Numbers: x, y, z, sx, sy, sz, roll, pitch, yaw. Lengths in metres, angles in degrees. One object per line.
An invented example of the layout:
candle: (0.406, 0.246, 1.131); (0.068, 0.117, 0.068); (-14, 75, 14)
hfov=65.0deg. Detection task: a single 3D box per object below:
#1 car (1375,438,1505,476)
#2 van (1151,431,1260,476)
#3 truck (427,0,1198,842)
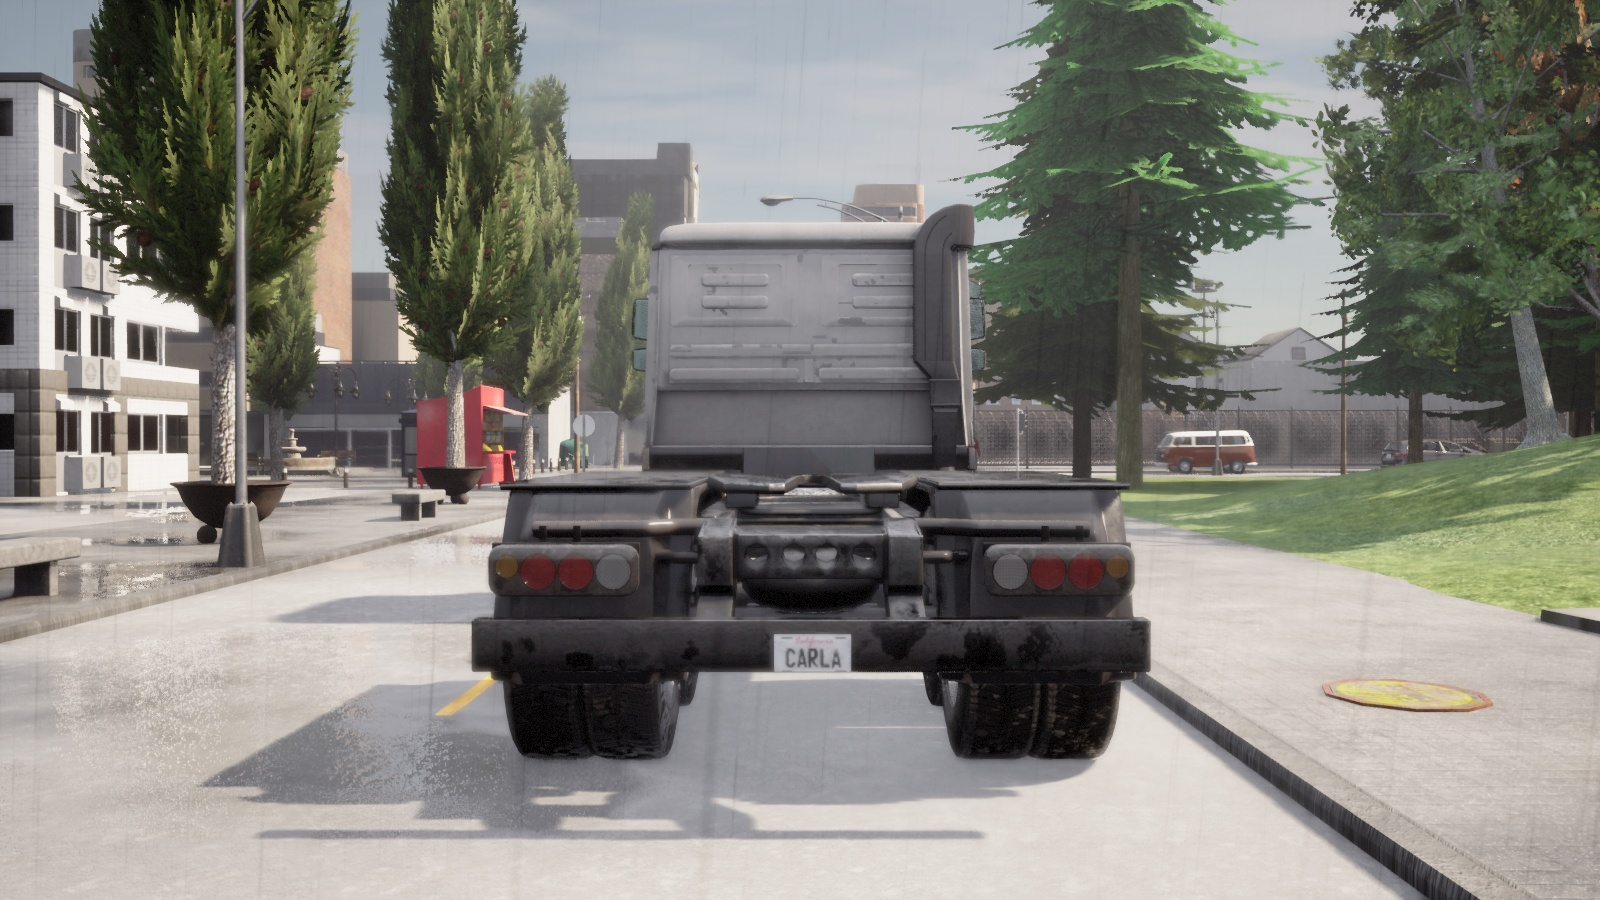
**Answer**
car: (28.257, 0.300, 55.584); (4.611, 1.667, 2.242); (0, 0, 0)
van: (19.190, 0.142, 59.629); (4.480, 2.038, 2.069); (-1, 0, 0)
truck: (0.066, -0.284, 8.680); (2.891, 3.462, 7.936); (0, 0, 0)
